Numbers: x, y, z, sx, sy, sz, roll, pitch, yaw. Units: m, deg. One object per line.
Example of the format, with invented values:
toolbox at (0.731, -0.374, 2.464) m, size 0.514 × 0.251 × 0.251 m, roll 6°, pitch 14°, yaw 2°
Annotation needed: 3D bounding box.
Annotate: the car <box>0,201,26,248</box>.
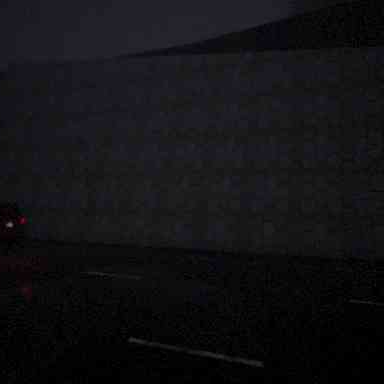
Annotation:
car at (-9.873, 1.425, 14.530) m, size 5.566 × 2.045 × 2.150 m, roll 0°, pitch -1°, yaw 22°
